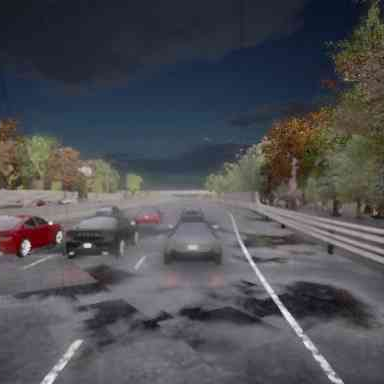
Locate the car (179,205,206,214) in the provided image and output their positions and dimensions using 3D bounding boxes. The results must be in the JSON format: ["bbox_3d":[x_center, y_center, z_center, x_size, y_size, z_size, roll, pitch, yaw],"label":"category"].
[{"bbox_3d":[0.035,1.855,27.355,1.837,1.490,4.892,0,0,0],"label":"car"}]

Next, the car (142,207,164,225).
[{"bbox_3d":[-3.463,1.916,27.588,1.994,1.385,4.181,0,-1,0],"label":"car"}]

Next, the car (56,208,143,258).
[{"bbox_3d":[-3.451,1.648,13.522,1.882,1.535,5.008,0,0,0],"label":"car"}]

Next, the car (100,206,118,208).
[{"bbox_3d":[-6.961,1.882,28.024,1.812,1.442,4.674,0,0,0],"label":"car"}]

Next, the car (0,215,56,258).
[{"bbox_3d":[-6.951,1.647,13.506,1.882,1.535,5.008,0,0,0],"label":"car"}]

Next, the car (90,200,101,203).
[{"bbox_3d":[-17.554,2.297,60.166,1.837,1.490,4.892,0,-1,1],"label":"car"}]

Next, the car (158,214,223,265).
[{"bbox_3d":[0.041,1.721,12.393,1.994,1.385,4.181,0,-1,0],"label":"car"}]

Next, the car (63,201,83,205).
[{"bbox_3d":[-21.047,2.316,60.019,1.812,1.442,4.674,0,-1,1],"label":"car"}]

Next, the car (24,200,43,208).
[{"bbox_3d":[-28.046,2.135,59.526,2.097,1.767,4.553,0,-1,1],"label":"car"}]

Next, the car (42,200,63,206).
[{"bbox_3d":[-24.545,2.291,59.923,1.837,1.490,4.892,0,-1,1],"label":"car"}]
